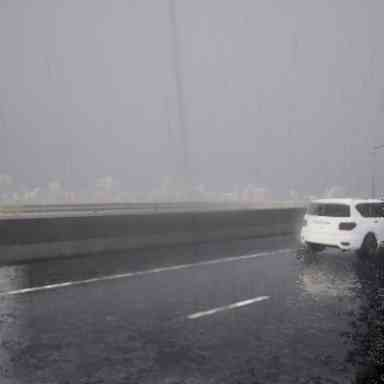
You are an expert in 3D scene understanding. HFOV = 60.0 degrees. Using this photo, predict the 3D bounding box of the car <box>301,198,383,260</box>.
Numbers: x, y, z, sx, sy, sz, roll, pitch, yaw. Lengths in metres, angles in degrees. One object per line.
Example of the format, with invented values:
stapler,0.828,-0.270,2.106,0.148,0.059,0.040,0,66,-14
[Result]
car,6.579,1.267,12.802,5.566,2.045,2.150,0,0,-35
